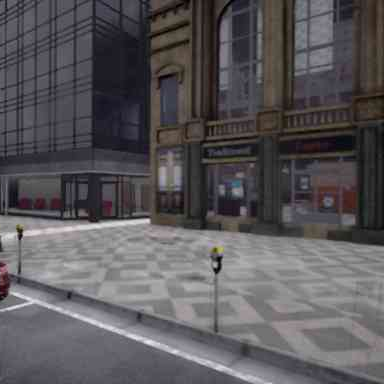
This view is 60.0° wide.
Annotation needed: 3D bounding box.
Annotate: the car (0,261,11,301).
[{"bbox_3d":[-5.285,1.545,6.735,4.206,1.307,1.802,0,0,36],"label":"car"}]
